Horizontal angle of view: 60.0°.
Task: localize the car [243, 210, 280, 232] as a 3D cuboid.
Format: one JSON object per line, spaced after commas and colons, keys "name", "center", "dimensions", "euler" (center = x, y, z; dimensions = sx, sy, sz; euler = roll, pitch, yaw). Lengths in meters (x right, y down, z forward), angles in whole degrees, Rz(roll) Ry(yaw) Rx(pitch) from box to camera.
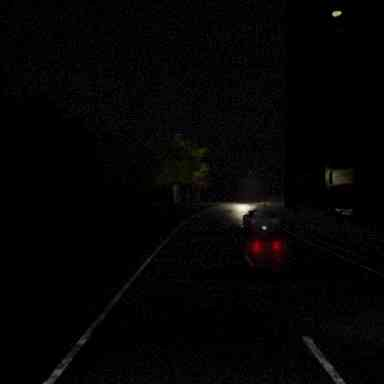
{"name": "car", "center": [4.418, 1.832, 21.820], "dimensions": [1.895, 1.301, 4.718], "euler": [0, -1, 4]}
